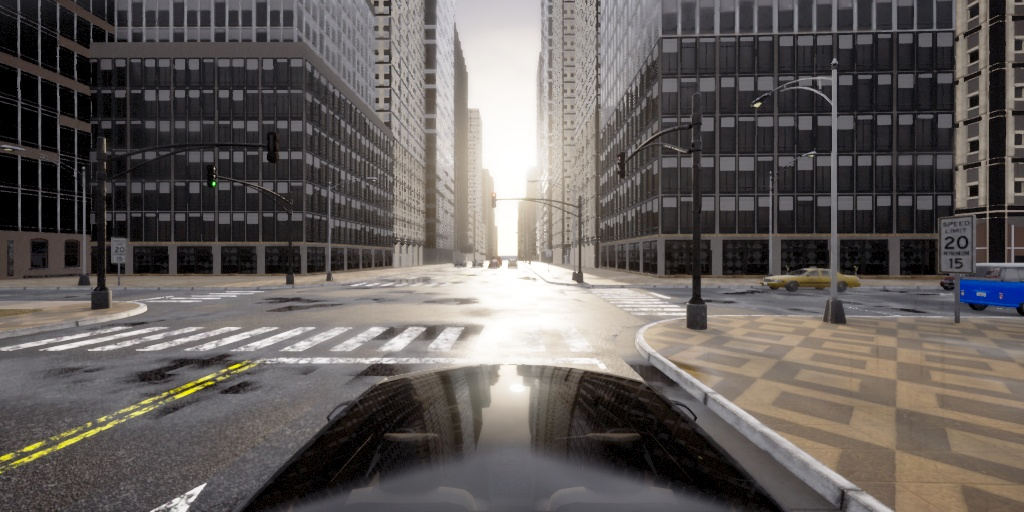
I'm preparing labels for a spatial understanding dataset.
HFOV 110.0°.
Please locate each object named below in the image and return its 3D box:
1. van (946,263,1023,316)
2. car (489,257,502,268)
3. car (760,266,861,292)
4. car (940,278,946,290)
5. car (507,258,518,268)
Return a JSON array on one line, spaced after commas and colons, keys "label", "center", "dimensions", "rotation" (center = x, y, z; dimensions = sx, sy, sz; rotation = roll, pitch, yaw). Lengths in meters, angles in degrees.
[{"label": "van", "center": [18.379, 1.119, 12.558], "dimensions": [3.998, 1.789, 1.690], "rotation": [0, 0, 2]}, {"label": "car", "center": [-3.123, 1.386, 63.359], "dimensions": [1.812, 1.442, 4.674], "rotation": [0, 0, 0]}, {"label": "car", "center": [17.125, 1.293, 20.733], "dimensions": [4.829, 1.417, 1.751], "rotation": [0, 0, 2]}, {"label": "car", "center": [26.958, 1.356, 20.228], "dimensions": [4.207, 1.307, 1.802], "rotation": [0, 0, 2]}, {"label": "car", "center": [0.127, 1.408, 63.353], "dimensions": [2.033, 1.411, 5.357], "rotation": [0, 0, 0]}]
